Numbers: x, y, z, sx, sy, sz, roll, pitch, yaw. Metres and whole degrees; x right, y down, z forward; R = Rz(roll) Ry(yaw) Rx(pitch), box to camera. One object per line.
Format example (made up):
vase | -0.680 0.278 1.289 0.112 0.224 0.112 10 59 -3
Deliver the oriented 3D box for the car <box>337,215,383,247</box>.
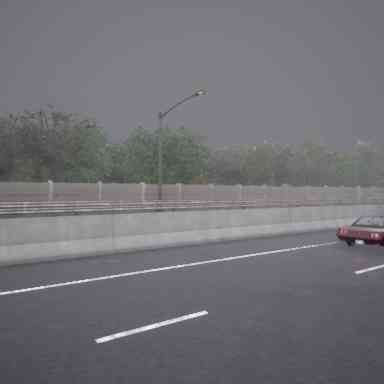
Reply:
car | 8.195 1.622 13.899 4.718 1.301 1.895 0 0 -35
